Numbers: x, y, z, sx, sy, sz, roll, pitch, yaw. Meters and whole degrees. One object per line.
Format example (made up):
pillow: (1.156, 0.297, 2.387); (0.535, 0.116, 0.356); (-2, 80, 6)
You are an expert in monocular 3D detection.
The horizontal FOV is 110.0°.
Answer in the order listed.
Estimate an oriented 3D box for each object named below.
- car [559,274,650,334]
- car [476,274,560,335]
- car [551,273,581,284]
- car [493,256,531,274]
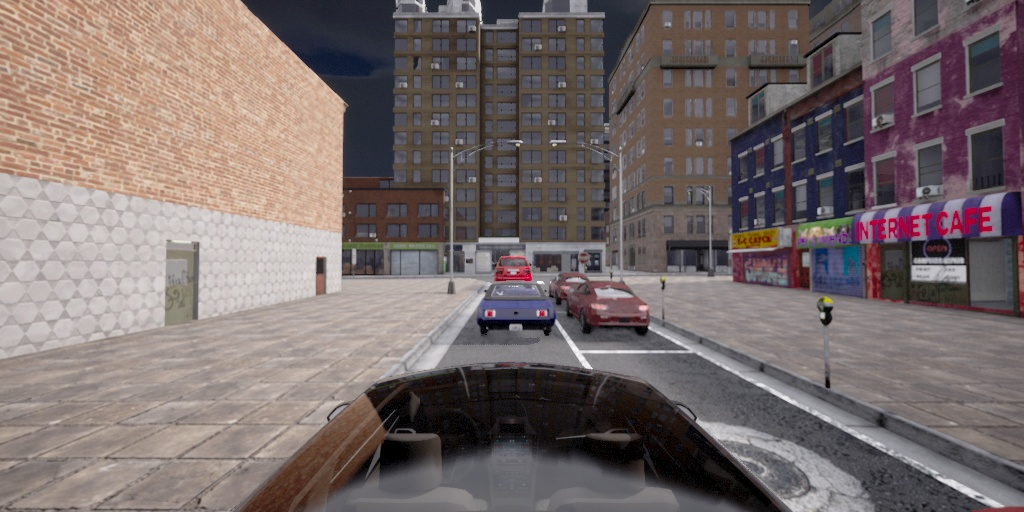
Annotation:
car: (2.626, 1.363, 10.467); (1.802, 1.307, 4.207); (0, 0, 0)
car: (0.098, 1.382, 10.604); (1.895, 1.301, 4.718); (0, 0, 0)
car: (2.618, 1.383, 15.906); (1.802, 1.307, 4.207); (0, 0, 0)
car: (0.022, 1.048, 22.604); (2.150, 2.045, 5.566); (0, 0, -1)
